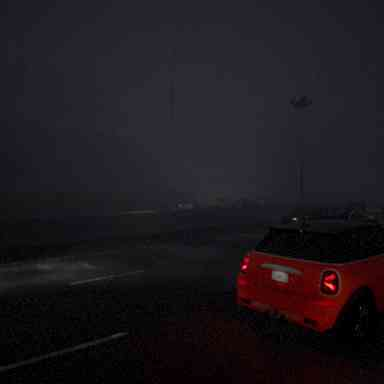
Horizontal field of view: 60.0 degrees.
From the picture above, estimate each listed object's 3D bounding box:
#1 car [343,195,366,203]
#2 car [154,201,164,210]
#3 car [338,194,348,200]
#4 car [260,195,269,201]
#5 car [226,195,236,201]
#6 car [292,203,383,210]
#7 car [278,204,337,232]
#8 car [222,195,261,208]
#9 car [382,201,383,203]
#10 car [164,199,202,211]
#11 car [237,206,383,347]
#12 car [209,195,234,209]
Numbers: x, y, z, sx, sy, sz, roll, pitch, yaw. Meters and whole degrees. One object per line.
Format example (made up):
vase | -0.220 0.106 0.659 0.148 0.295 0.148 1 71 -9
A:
car | 18.067 1.422 36.639 1.812 1.442 4.674 0 0 27
car | -2.823 1.616 42.341 1.895 1.301 4.718 0 0 31
car | 38.598 1.302 84.240 1.812 1.442 4.674 0 0 1
car | 16.298 1.282 76.580 2.033 1.411 5.357 0 0 1
car | 9.321 1.380 78.999 1.812 1.442 4.674 0 0 1
car | 6.767 1.454 14.817 2.128 1.511 4.902 0 0 45
car | 7.198 1.523 20.473 1.994 1.385 4.181 0 0 42
car | 5.437 1.446 35.916 1.882 1.535 5.008 0 0 32
car | 20.844 1.445 34.468 1.994 1.385 4.181 0 0 27
car | -0.836 1.605 38.942 1.895 1.301 4.718 0 0 33
car | 3.013 1.336 6.590 4.553 1.767 2.097 0 0 -40
car | 3.789 1.455 39.905 1.882 1.535 5.008 0 0 29
